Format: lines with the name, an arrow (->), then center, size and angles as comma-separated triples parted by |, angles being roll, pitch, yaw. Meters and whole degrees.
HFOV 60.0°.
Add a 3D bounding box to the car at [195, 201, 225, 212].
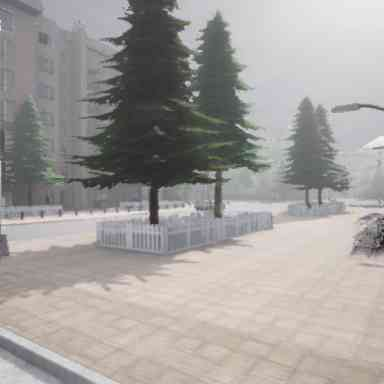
car -> 2.254, 1.750, 41.309 | 1.895, 1.301, 4.718 | 0, 0, 34
